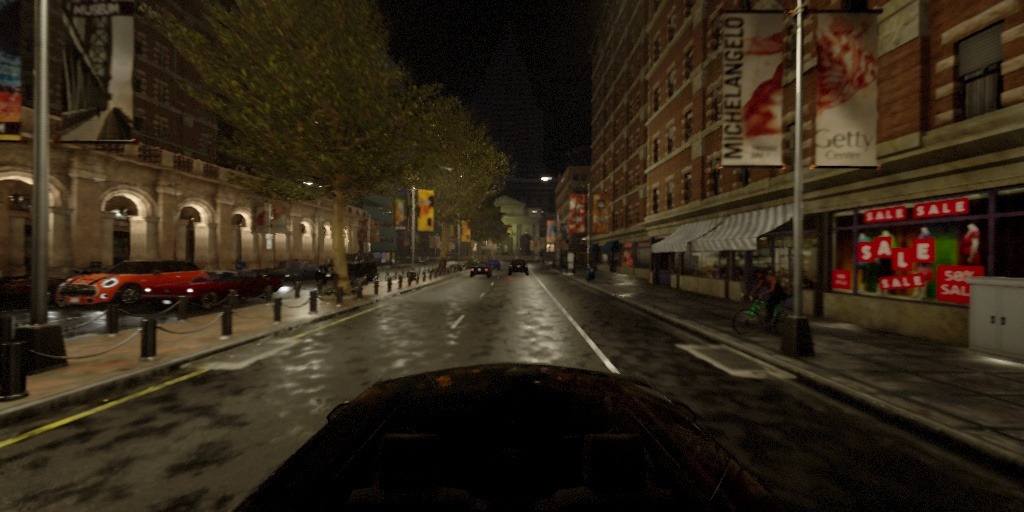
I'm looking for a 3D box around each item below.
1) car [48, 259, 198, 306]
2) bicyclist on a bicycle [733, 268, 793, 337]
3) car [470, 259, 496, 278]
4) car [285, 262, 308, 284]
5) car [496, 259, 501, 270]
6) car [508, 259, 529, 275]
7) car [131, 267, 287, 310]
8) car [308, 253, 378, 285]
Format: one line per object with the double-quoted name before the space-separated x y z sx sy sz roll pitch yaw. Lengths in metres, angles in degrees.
"car" -14.910 0.939 14.503 2.097 1.767 4.553 1 0 1
"bicyclist on a bicycle" 5.985 1.112 8.380 1.656 1.620 0.582 0 0 1
"car" -2.872 1.256 33.956 2.033 1.411 5.357 1 0 0
"car" -14.725 1.133 25.061 2.033 1.411 5.357 1 0 1
"car" -2.592 1.183 51.107 1.882 1.535 5.008 1 0 1
"car" 0.694 1.096 38.465 2.097 1.767 4.553 1 0 1
"car" -11.422 1.225 14.116 1.895 1.301 4.718 1 0 1
"car" -11.221 0.844 24.813 2.150 2.045 5.566 1 0 1
